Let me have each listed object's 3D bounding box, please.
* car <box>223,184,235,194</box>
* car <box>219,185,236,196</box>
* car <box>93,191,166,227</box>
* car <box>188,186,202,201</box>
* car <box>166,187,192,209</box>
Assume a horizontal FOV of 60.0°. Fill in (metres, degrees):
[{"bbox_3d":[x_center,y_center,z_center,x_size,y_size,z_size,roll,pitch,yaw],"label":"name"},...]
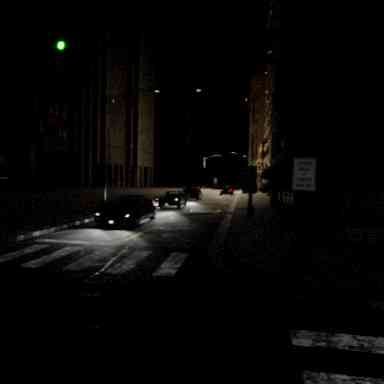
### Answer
[{"bbox_3d":[6.721,-0.538,59.518,1.882,1.535,5.008,2,2,9],"label":"car"},{"bbox_3d":[5.200,-0.170,49.733,1.812,1.442,4.674,2,2,8],"label":"car"},{"bbox_3d":[-3.116,0.837,17.137,2.033,1.411,5.357,2,2,9],"label":"car"},{"bbox_3d":[0.050,0.121,37.387,2.128,1.511,4.902,2,2,9],"label":"car"},{"bbox_3d":[-1.552,0.561,27.220,1.895,1.301,4.718,2,2,9],"label":"car"}]
